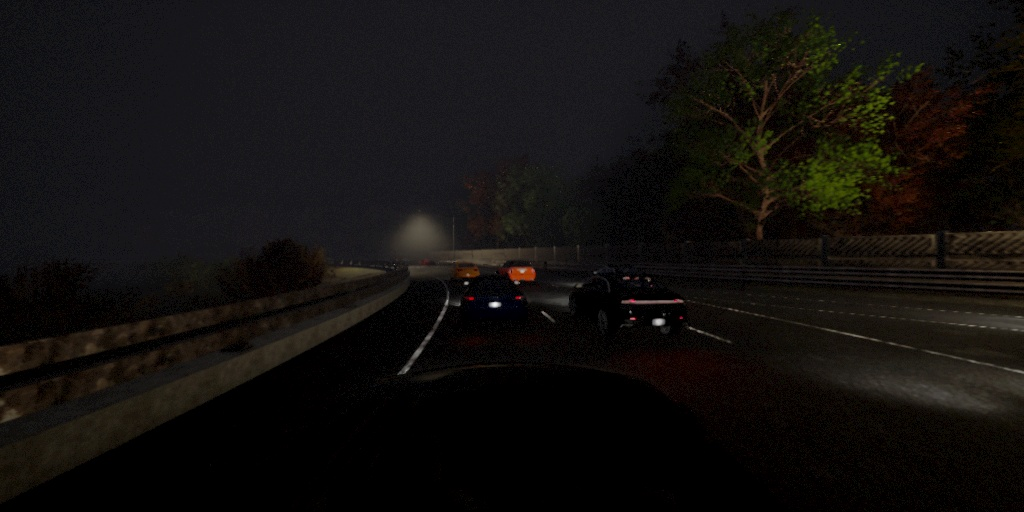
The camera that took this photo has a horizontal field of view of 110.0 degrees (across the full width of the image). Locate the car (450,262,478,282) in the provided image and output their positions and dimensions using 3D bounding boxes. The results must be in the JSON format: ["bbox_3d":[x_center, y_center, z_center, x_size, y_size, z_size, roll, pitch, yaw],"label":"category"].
[{"bbox_3d":[-3.896,1.242,28.942,1.882,1.535,5.008,0,0,-15],"label":"car"}]

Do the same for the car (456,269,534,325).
[{"bbox_3d":[-0.658,1.317,11.913,1.994,1.385,4.181,0,0,-5],"label":"car"}]

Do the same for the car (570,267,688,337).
[{"bbox_3d":[3.002,1.231,10.247,2.128,1.511,4.902,0,0,-5],"label":"car"}]

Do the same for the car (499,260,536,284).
[{"bbox_3d":[0.221,1.102,26.907,2.097,1.767,4.553,0,0,-13],"label":"car"}]

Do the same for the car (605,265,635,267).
[{"bbox_3d":[5.469,1.224,18.647,2.128,1.511,4.902,0,0,-8],"label":"car"}]
